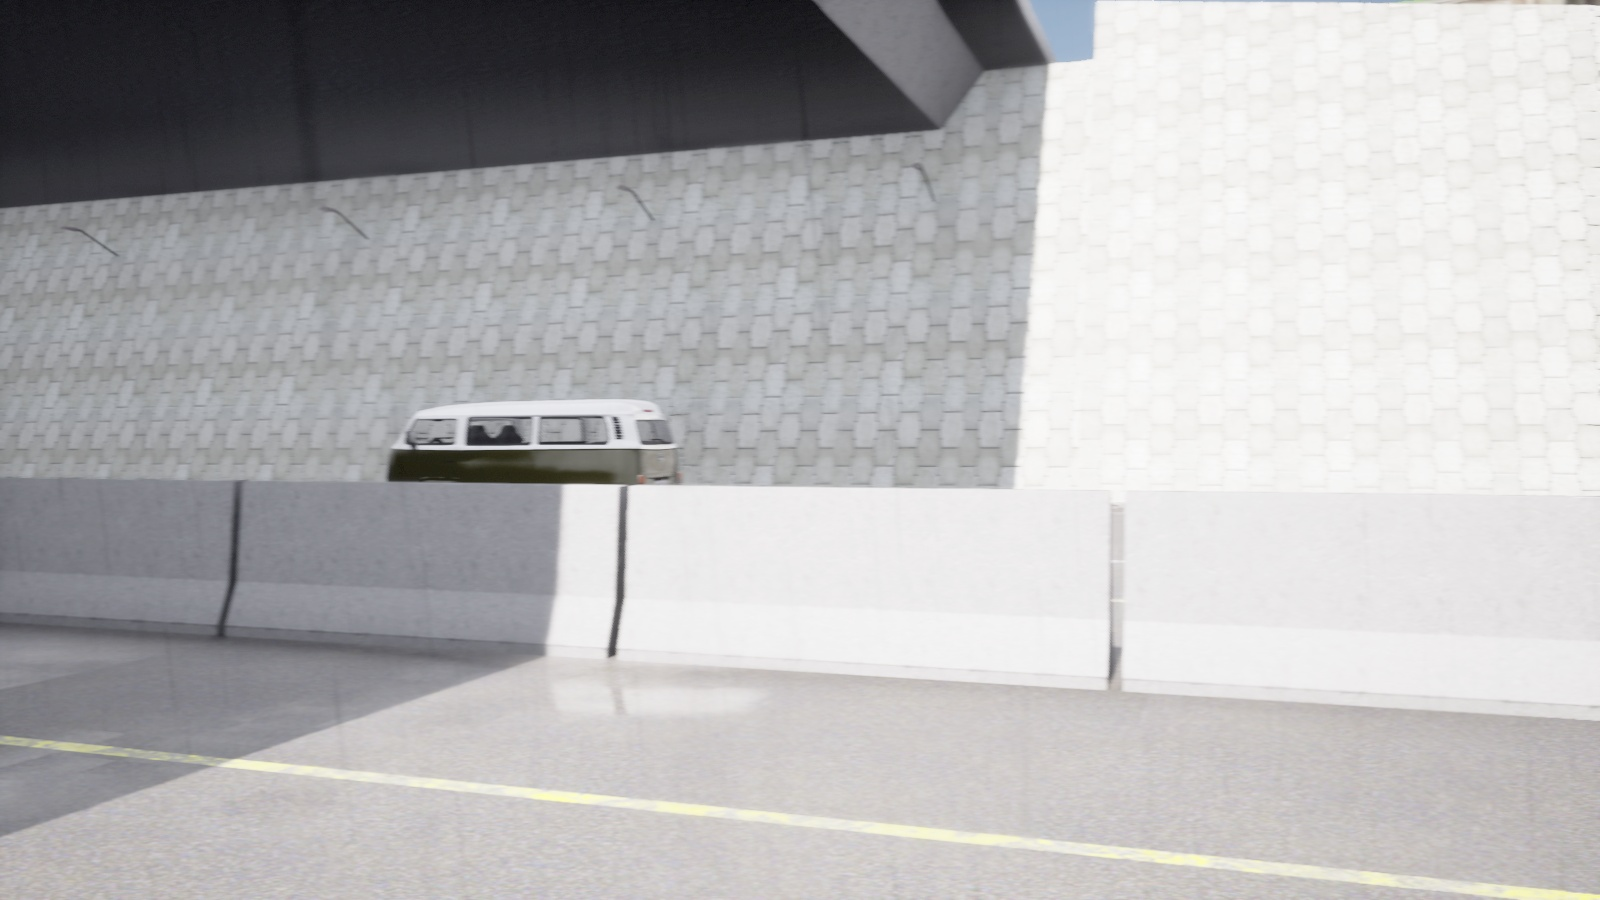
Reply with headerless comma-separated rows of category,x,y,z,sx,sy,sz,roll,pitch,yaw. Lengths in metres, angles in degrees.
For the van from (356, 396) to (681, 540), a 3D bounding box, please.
van,-4.318,0.222,19.411,4.480,2.038,2.069,1,1,19
